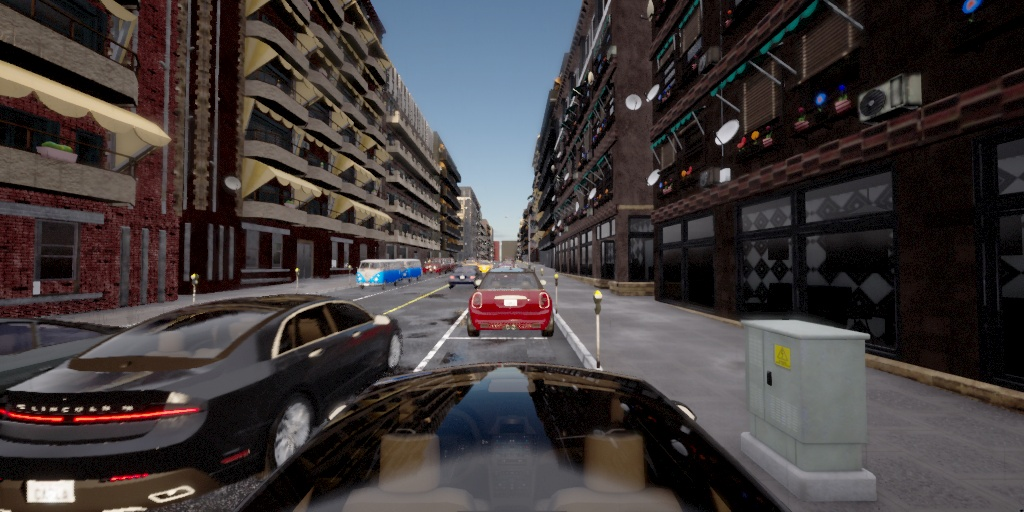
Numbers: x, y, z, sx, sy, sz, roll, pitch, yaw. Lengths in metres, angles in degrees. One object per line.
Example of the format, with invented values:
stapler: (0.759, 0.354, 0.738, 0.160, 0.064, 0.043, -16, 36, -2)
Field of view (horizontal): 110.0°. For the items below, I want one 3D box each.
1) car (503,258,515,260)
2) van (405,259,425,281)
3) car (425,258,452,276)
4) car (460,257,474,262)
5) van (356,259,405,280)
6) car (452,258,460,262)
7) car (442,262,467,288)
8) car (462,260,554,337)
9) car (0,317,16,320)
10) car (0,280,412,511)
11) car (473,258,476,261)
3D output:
car: (-0.445, 1.240, 39.134, 1.967, 1.591, 4.097, 0, 0, 0)
van: (-8.335, 1.118, 28.134, 1.690, 1.789, 3.998, 0, 0, 0)
car: (-8.335, 1.115, 39.194, 2.192, 1.841, 5.009, 0, 0, 0)
car: (-5.771, 1.316, 48.627, 1.882, 1.535, 5.008, 0, 0, 0)
van: (-8.335, 1.108, 22.603, 1.690, 1.789, 3.998, 0, 0, 0)
car: (-8.335, 1.128, 44.724, 2.192, 1.841, 5.009, 0, 0, 0)
car: (-2.920, 1.316, 23.595, 2.033, 1.411, 5.357, 0, 0, 0)
car: (-0.033, 1.108, 10.473, 2.097, 1.767, 4.553, 0, 0, 0)
car: (-5.871, 1.315, 3.324, 1.994, 1.385, 4.181, 0, 0, 0)
car: (-2.921, 1.255, 4.697, 1.837, 1.490, 4.892, 0, 0, 0)
car: (-3.021, 1.262, 41.530, 1.801, 1.575, 5.366, 0, 0, 0)
